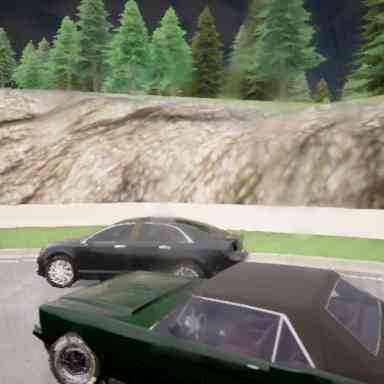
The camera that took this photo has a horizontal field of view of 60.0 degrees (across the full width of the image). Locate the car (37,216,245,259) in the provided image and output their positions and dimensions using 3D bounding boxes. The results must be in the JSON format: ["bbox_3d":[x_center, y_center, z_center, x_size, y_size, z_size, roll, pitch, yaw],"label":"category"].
[{"bbox_3d":[-1.198,1.324,7.662,4.892,1.490,1.837,-1,0,16],"label":"car"}]

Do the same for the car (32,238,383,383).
[{"bbox_3d":[0.473,1.493,3.592,4.718,1.301,1.895,0,2,30],"label":"car"}]
